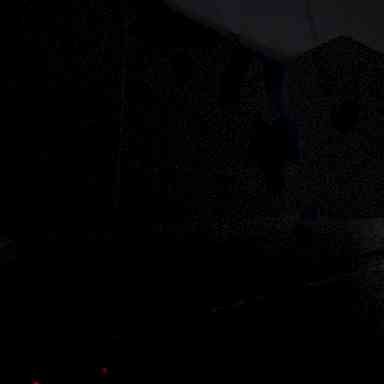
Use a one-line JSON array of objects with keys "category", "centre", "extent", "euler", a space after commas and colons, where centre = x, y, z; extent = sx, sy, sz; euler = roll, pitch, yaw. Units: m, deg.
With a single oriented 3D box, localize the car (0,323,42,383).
[{"category": "car", "centre": [-3.068, 1.562, 1.802], "extent": [4.181, 1.385, 1.994], "euler": [0, 0, -35]}]
